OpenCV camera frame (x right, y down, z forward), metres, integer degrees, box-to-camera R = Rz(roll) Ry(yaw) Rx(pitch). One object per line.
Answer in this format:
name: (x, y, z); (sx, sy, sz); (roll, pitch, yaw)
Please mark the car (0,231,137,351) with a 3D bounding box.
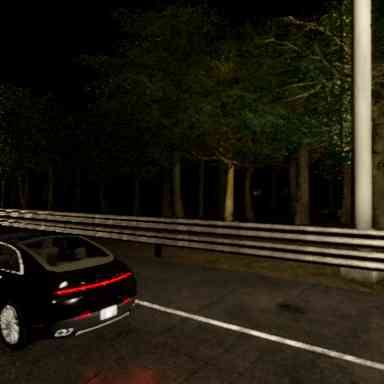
car: (-3.189, 1.510, 6.264); (4.892, 1.490, 1.837); (0, 0, 35)
